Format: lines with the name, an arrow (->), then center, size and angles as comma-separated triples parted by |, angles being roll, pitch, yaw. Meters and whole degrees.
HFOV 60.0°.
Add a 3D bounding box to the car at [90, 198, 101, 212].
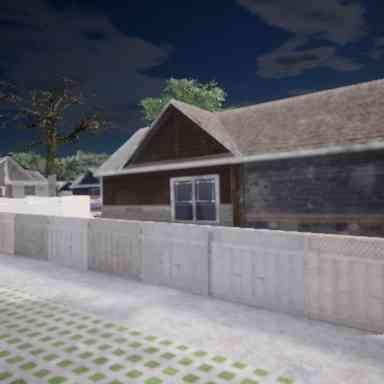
car -> -10.892, 1.336, 33.132 | 2.033, 1.411, 5.357 | -2, -1, 36
